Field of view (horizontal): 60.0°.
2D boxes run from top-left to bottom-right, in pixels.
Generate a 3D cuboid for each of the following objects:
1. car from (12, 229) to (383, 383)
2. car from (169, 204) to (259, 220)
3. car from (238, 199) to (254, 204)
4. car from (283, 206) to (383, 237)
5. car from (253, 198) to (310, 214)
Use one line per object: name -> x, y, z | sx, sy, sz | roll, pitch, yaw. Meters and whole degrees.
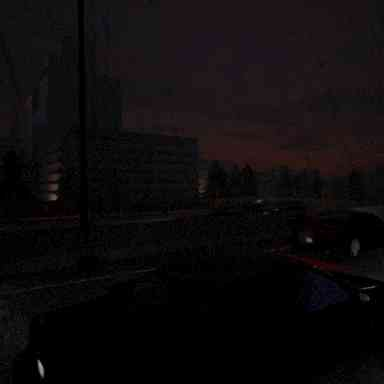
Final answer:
car -> 0.764, 1.524, 4.292 | 5.357, 1.411, 2.033 | -1, 0, -35
car -> 1.085, 1.515, 17.667 | 4.718, 1.301, 1.895 | -1, 0, -36
car -> 5.388, 1.326, 29.334 | 4.902, 1.511, 2.128 | -1, 0, -35
car -> 5.811, 1.387, 12.194 | 5.008, 1.535, 1.882 | -1, 0, -36
car -> 7.464, 1.338, 26.517 | 4.892, 1.490, 1.837 | -1, 0, -36
